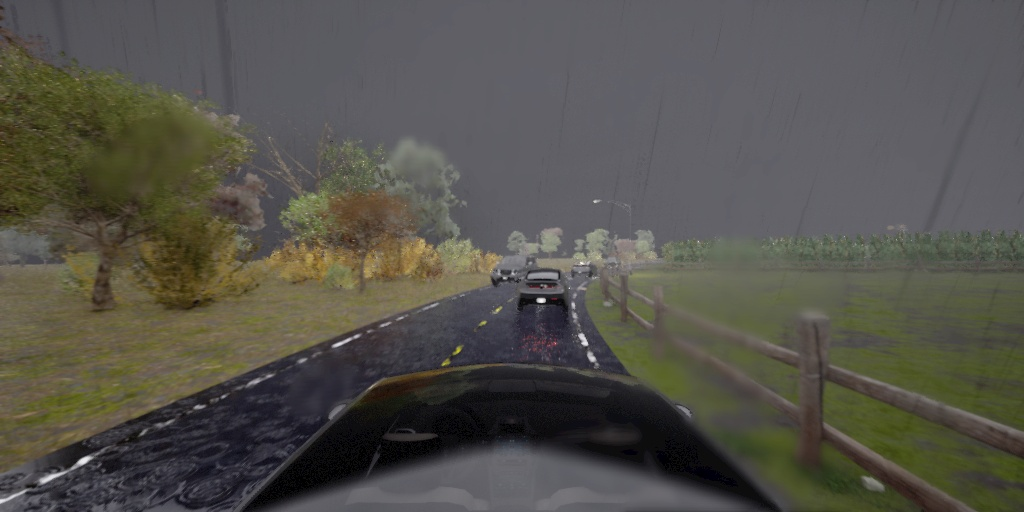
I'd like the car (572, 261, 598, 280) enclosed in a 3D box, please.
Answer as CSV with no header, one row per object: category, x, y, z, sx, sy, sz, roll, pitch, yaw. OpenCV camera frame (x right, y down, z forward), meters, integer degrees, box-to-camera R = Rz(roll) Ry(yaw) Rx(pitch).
car,6.824,1.203,33.407,2.128,1.511,4.902,0,0,22

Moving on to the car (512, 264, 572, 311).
car,1.358,1.242,14.458,1.837,1.490,4.892,0,0,9

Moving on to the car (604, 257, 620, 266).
car,17.112,0.974,61.279,2.097,1.767,4.553,0,0,27

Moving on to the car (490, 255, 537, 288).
car,0.340,0.944,23.801,2.150,2.045,5.566,0,0,16
